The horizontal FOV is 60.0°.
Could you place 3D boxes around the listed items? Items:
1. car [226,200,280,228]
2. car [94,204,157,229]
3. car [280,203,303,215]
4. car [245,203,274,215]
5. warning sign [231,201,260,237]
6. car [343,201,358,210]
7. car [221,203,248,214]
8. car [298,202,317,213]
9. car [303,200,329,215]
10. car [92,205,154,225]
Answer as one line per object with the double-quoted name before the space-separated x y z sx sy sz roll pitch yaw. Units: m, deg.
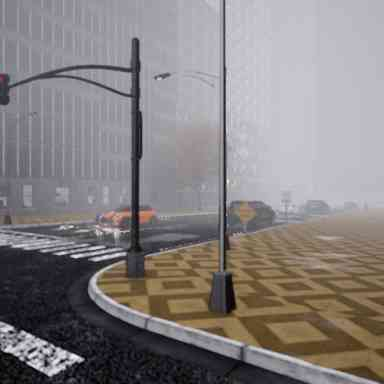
"car" 4.816 1.689 26.569 2.150 2.045 5.566 0 -1 33
"car" -4.603 1.684 24.320 2.097 1.767 4.553 0 -1 33
"car" 13.525 2.365 46.118 1.812 1.442 4.674 0 -1 33
"car" 9.379 2.339 45.900 2.033 1.411 5.357 0 -1 33
"warning sign" 3.004 1.451 18.650 1.300 1.860 1.060 1 1 33
"car" 31.395 2.656 65.770 2.097 1.767 4.553 0 -1 33
"car" 6.049 2.292 46.749 1.812 1.442 4.674 0 -1 33
"car" 19.086 2.499 54.806 1.882 1.535 5.008 0 -1 33
"car" 17.411 2.106 46.108 2.150 2.045 5.566 0 -1 34
"car" -5.750 1.926 28.536 2.033 1.411 5.357 0 -1 33
